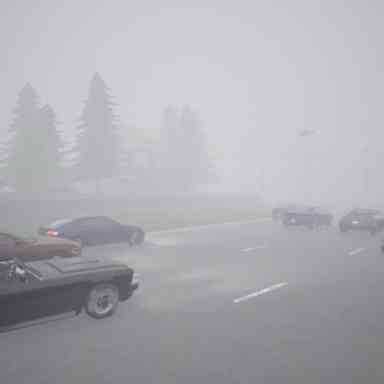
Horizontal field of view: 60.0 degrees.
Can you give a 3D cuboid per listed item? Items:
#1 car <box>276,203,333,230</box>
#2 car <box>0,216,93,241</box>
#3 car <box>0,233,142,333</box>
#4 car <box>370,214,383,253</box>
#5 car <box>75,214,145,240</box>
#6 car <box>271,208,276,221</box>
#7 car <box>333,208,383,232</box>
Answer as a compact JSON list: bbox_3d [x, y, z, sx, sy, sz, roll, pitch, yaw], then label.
[{"bbox_3d":[7.900,1.620,22.392,1.882,1.535,5.008,-1,-1,42],"label":"car"},{"bbox_3d":[-5.459,1.603,8.701,5.008,1.535,1.882,0,0,-37],"label":"car"},{"bbox_3d":[-3.372,1.684,5.812,4.718,1.301,1.895,0,-1,-37],"label":"car"},{"bbox_3d":[8.448,1.595,12.333,2.033,1.411,5.357,-1,-1,40],"label":"car"},{"bbox_3d":[-4.220,1.692,14.376,4.674,1.442,1.812,0,-1,-44],"label":"car"},{"bbox_3d":[8.636,1.669,28.464,1.882,1.535,5.008,-1,-1,42],"label":"car"},{"bbox_3d":[10.404,1.665,19.961,1.994,1.385,4.181,-1,-1,42],"label":"car"}]
